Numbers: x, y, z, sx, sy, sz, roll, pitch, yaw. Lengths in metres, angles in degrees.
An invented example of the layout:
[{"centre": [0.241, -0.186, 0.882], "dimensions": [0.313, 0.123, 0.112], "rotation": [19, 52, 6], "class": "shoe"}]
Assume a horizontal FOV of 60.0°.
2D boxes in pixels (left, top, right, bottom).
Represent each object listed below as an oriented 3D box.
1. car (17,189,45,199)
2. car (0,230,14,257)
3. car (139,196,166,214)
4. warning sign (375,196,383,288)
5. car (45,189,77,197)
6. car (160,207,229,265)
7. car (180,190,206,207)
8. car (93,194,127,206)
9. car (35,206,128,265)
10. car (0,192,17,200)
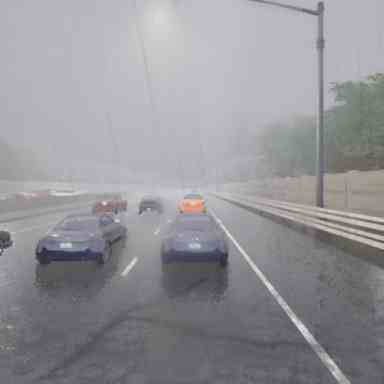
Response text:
[{"centre": [-21.070, 0.538, 45.627], "dimensions": [2.150, 2.045, 5.566], "rotation": [0, 0, 0], "class": "car"}, {"centre": [-6.933, 1.415, 8.722], "dimensions": [2.033, 1.411, 5.357], "rotation": [0, 1, 0], "class": "car"}, {"centre": [-3.411, 1.073, 28.751], "dimensions": [1.837, 1.490, 4.892], "rotation": [0, 1, 0], "class": "car"}, {"centre": [4.544, 1.016, 6.527], "dimensions": [1.300, 1.860, 1.060], "rotation": [0, 0, 0], "class": "warning sign"}, {"centre": [-17.575, 0.536, 45.746], "dimensions": [2.150, 2.045, 5.566], "rotation": [0, 0, 0], "class": "car"}, {"centre": [0.078, 1.398, 10.991], "dimensions": [1.994, 1.385, 4.181], "rotation": [0, 1, 0], "class": "car"}, {"centre": [0.087, 0.925, 28.412], "dimensions": [2.097, 1.767, 4.553], "rotation": [0, 1, 0], "class": "car"}, {"centre": [-6.913, 0.924, 28.429], "dimensions": [2.097, 1.767, 4.553], "rotation": [0, 1, 0], "class": "car"}, {"centre": [-3.422, 1.396, 11.067], "dimensions": [1.994, 1.385, 4.181], "rotation": [0, 1, 0], "class": "car"}, {"centre": [-24.568, 0.806, 45.631], "dimensions": [2.128, 1.511, 4.902], "rotation": [0, 1, 0], "class": "car"}]
